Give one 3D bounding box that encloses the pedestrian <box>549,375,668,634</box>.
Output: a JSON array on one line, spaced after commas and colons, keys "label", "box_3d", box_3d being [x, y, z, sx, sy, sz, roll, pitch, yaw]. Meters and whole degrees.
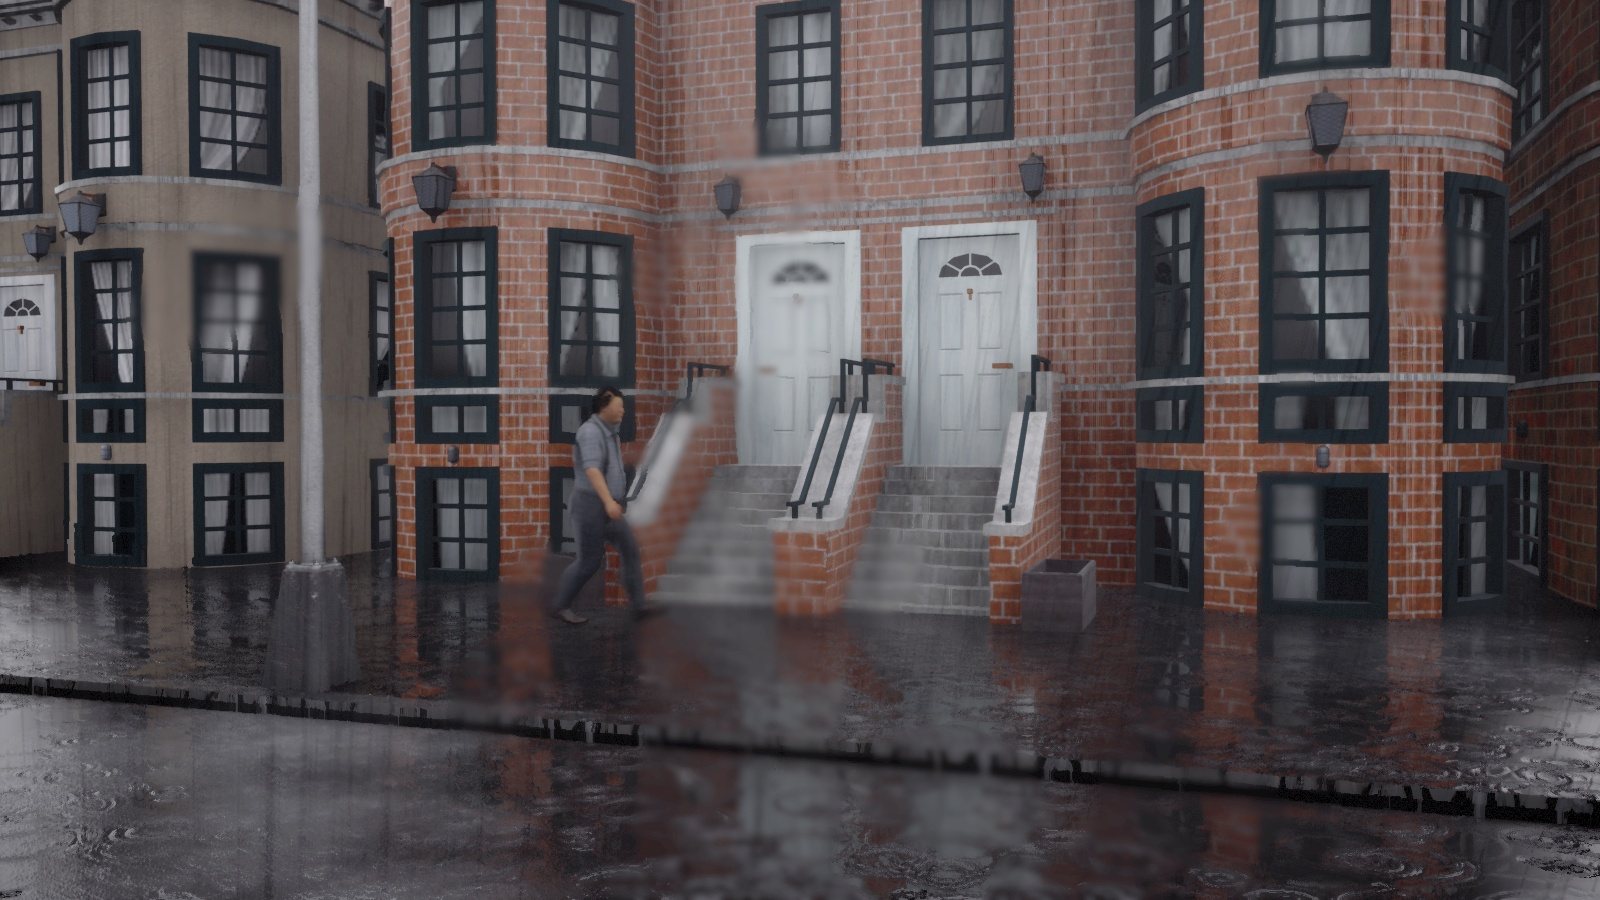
[{"label": "pedestrian", "box_3d": [-1.412, 0.382, 9.303, 0.694, 1.848, 0.540, 1, 1, 19]}]
